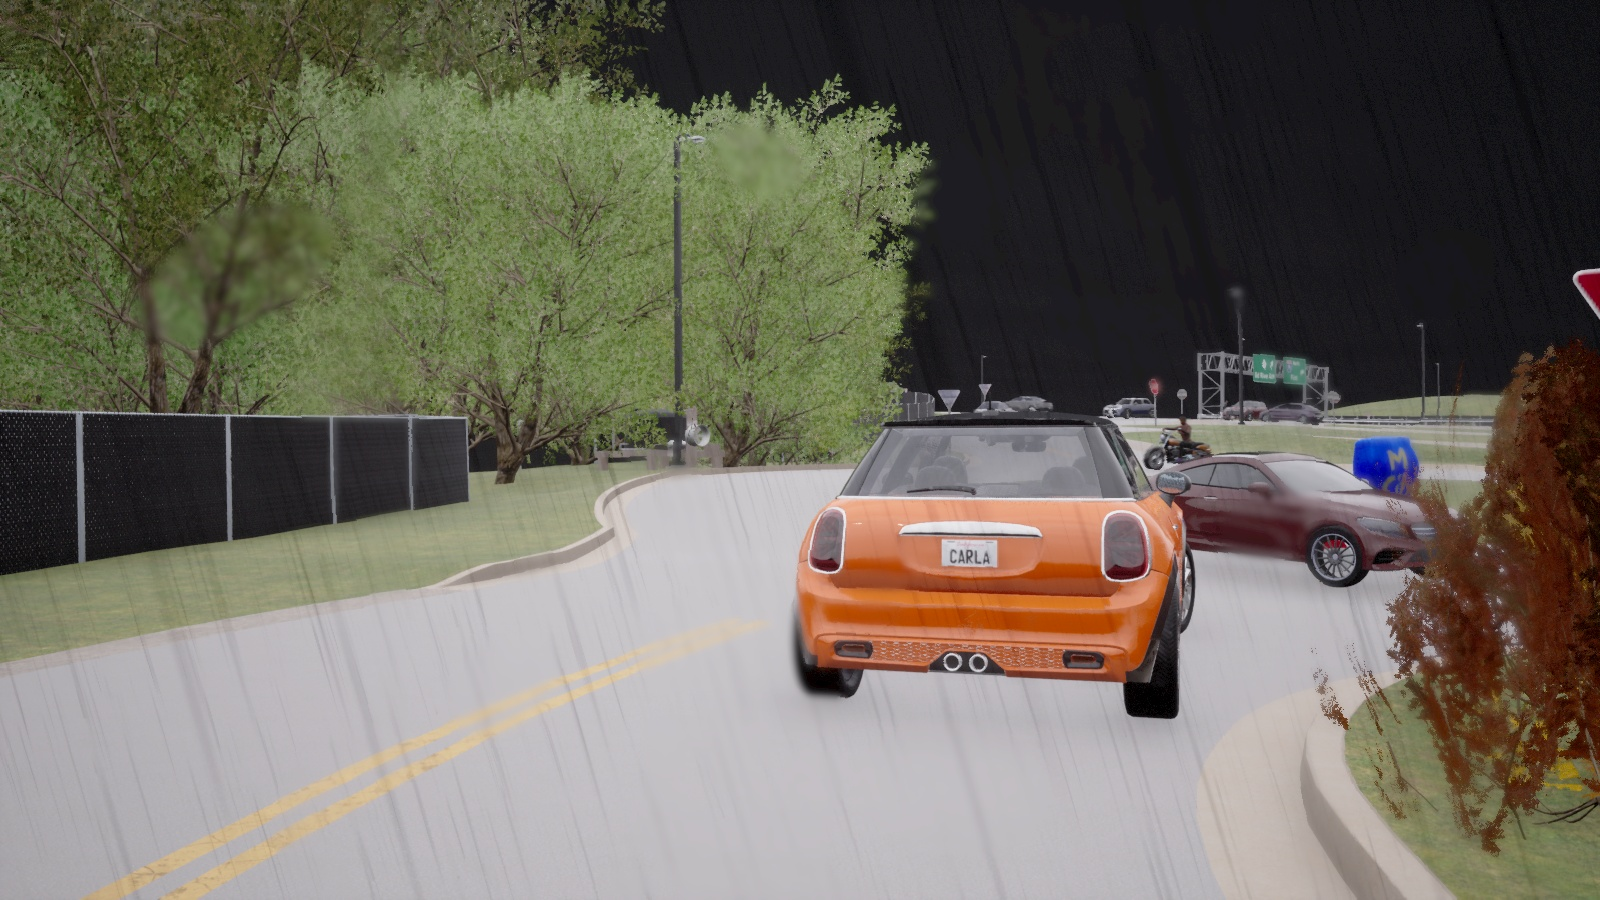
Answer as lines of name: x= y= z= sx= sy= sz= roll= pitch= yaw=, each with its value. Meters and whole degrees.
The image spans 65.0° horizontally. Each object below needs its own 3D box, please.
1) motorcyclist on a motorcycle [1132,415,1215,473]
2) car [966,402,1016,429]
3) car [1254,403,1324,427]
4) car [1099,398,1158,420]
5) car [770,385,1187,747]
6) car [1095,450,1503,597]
motorcyclist on a motorcycle: x=11.015 y=-0.181 z=37.029 sx=2.350 sy=1.649 sz=0.766 roll=0 pitch=2 yaw=-21
car: x=10.825 y=-1.965 z=70.953 sx=1.845 sy=1.501 sz=3.633 roll=0 pitch=2 yaw=25
car: x=34.712 y=-2.488 z=89.190 sx=4.193 sy=1.474 sz=1.816 roll=5 pitch=4 yaw=43
car: x=23.494 y=-2.973 z=89.828 sx=3.806 sy=1.475 sz=1.970 roll=-2 pitch=4 yaw=-32
car: x=1.532 y=0.548 z=8.610 sx=2.097 sy=1.767 sz=4.553 roll=0 pitch=0 yaw=18
car: x=5.969 y=0.773 z=15.704 sx=1.812 sy=1.442 sz=4.674 roll=-1 pitch=2 yaw=-28
